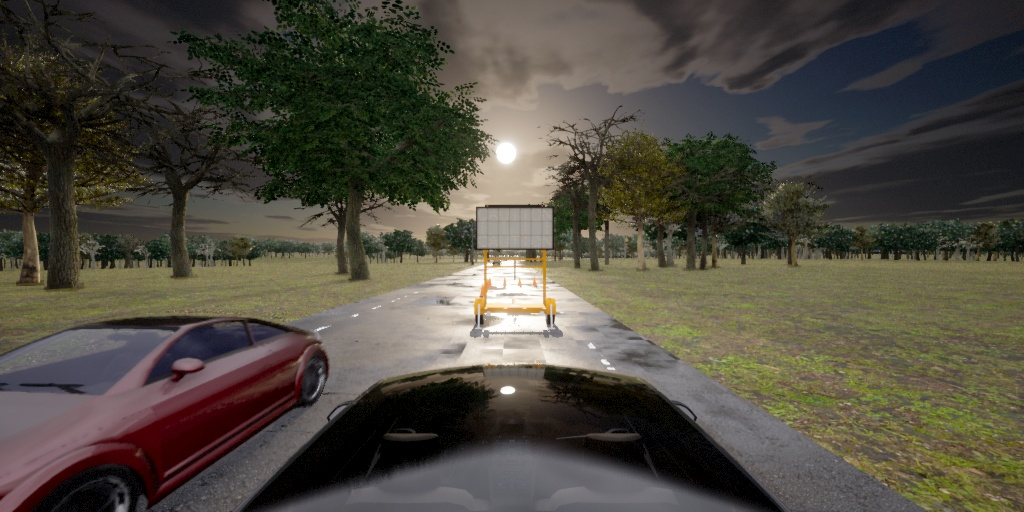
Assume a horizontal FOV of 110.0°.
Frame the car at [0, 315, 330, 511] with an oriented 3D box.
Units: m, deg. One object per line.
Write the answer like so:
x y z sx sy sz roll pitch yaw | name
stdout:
-3.597 1.313 3.425 1.994 1.385 4.181 0 0 0 | car

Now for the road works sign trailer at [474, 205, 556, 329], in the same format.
0.089 0.211 11.181 2.380 3.560 2.880 0 0 0 | road works sign trailer
